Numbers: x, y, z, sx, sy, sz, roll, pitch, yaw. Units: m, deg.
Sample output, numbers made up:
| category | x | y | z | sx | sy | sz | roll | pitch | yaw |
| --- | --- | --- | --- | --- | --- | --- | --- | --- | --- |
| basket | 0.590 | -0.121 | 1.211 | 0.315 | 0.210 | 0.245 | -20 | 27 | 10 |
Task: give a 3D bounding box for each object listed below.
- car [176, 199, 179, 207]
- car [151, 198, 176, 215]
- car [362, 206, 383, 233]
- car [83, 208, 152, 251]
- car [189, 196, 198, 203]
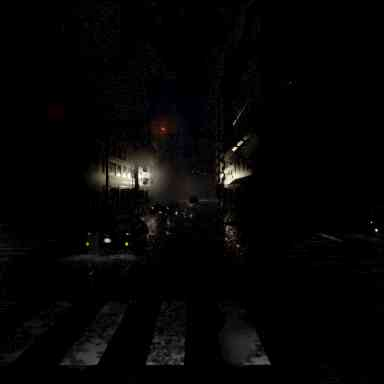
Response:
| category | x | y | z | sx | sy | sz | roll | pitch | yaw |
| --- | --- | --- | --- | --- | --- | --- | --- | --- | --- |
| car | -2.936 | 1.630 | 50.000 | 1.895 | 1.301 | 4.718 | 0 | 0 | 0 |
| car | -2.996 | 1.610 | 33.696 | 1.895 | 1.301 | 4.718 | 0 | 0 | 0 |
| car | 11.369 | 1.383 | 15.707 | 5.357 | 1.411 | 2.033 | -1 | 0 | 0 |
| car | -3.056 | 1.562 | 13.987 | 1.994 | 1.385 | 4.181 | 0 | 0 | 0 |
| car | 0.297 | 1.546 | 71.084 | 1.882 | 1.535 | 5.008 | 0 | 0 | 0 |
